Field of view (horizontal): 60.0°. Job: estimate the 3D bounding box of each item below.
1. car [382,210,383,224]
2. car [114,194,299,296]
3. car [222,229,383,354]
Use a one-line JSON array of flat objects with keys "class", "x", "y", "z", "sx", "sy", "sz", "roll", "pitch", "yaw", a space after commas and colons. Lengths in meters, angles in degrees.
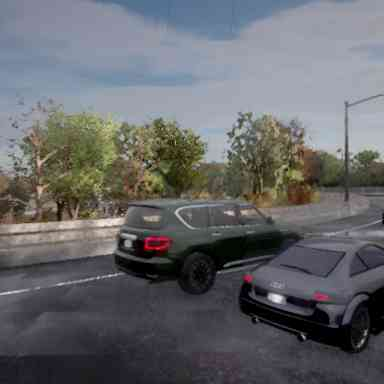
[{"class": "car", "x": 13.992, "y": 1.354, "z": 21.954, "sx": 2.128, "sy": 1.511, "sz": 4.902, "roll": 0, "pitch": 0, "yaw": 41}, {"class": "car", "x": 0.696, "y": 1.191, "z": 8.880, "sx": 5.566, "sy": 2.045, "sz": 2.150, "roll": 0, "pitch": 0, "yaw": -39}, {"class": "car", "x": 2.802, "y": 1.531, "z": 6.176, "sx": 4.181, "sy": 1.385, "sz": 1.994, "roll": 0, "pitch": 0, "yaw": -39}]
